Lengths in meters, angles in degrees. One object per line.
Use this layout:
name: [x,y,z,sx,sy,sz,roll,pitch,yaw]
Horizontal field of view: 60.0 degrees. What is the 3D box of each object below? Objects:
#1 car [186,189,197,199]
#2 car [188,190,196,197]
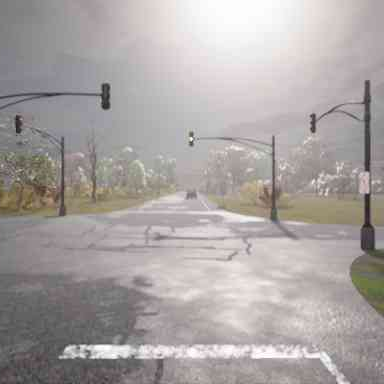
car: [-0.080,0.300,68.646,2.150,2.045,5.566,0,1,0]
car: [-0.092,0.260,79.037,1.882,1.535,5.008,0,1,0]
